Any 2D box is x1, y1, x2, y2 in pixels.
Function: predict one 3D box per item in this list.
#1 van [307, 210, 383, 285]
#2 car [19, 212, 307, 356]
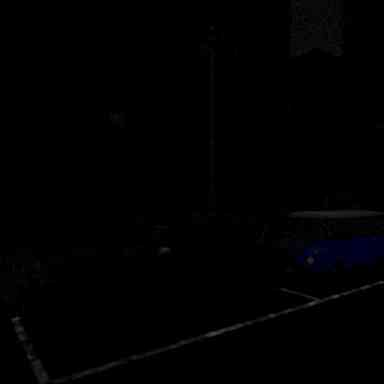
[{"bbox_3d":[4.102,1.423,9.455,3.998,1.788,1.690,1,-1,-35],"label":"van"},{"bbox_3d":[-0.377,1.345,6.263,5.009,1.841,2.192,1,-1,-35],"label":"car"}]
